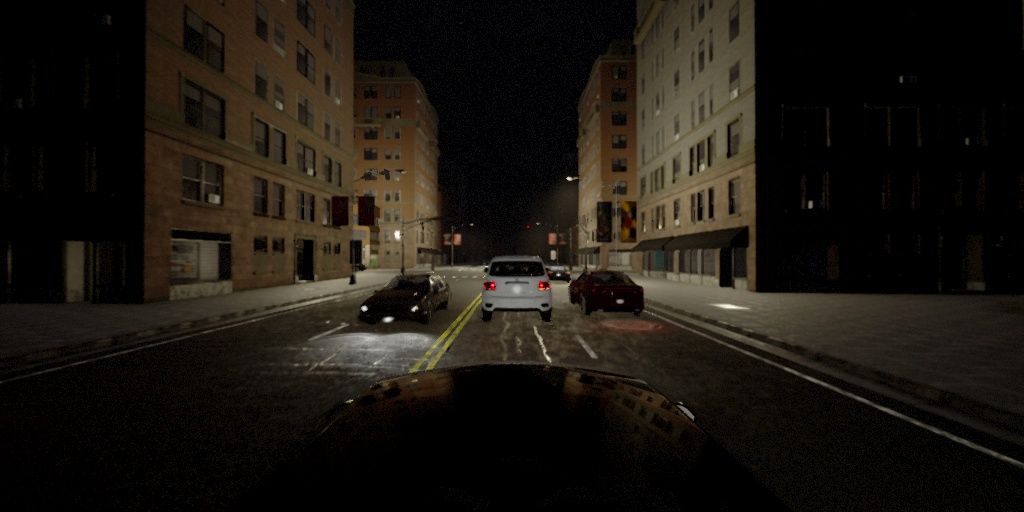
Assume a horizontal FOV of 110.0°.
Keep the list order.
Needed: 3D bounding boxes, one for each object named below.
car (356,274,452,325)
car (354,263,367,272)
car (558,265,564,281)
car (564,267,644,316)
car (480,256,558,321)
[{"bbox_3d":[-3.307,1.328,12.235,2.033,1.411,5.357,0,0,0],"label":"car"},{"bbox_3d":[-21.911,1.455,48.554,4.313,1.339,1.948,0,0,1],"label":"car"},{"bbox_3d":[3.470,1.396,28.676,1.994,1.385,4.181,0,0,0],"label":"car"},{"bbox_3d":[3.400,1.267,13.719,1.882,1.535,5.008,0,0,0],"label":"car"},{"bbox_3d":[0.151,1.007,12.819,2.150,2.045,5.566,0,0,0],"label":"car"}]
